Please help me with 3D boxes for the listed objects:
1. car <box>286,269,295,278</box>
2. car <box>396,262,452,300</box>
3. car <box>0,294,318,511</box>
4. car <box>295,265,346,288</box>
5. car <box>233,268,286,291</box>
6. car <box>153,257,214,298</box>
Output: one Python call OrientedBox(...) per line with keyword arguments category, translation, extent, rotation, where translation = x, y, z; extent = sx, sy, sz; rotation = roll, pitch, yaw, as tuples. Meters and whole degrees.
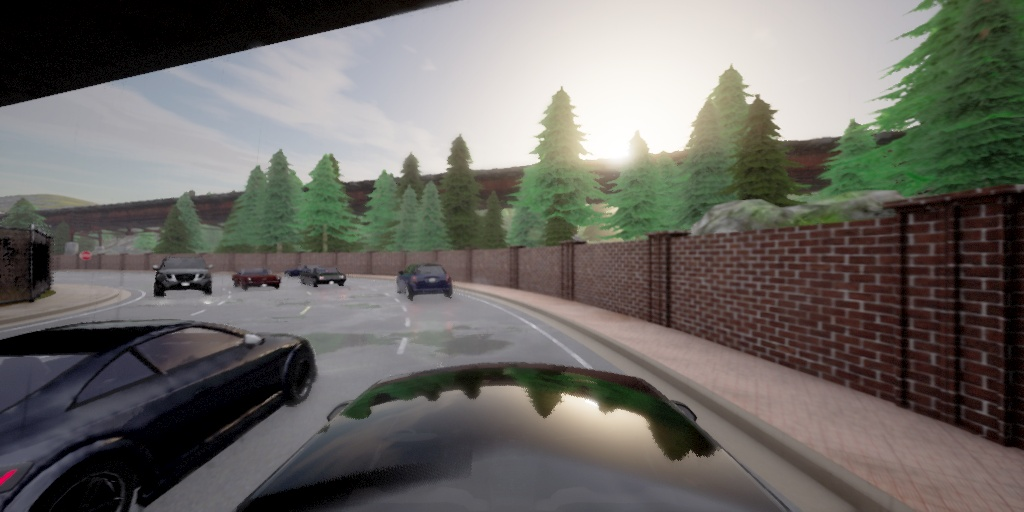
OrientedBox(category="car", translation=(-19.572, 1.484, 34.185), extent=(4.718, 1.301, 1.895), rotation=(0, 0, 30))
OrientedBox(category="car", translation=(-4.659, 1.161, 18.582), extent=(2.097, 1.767, 4.553), rotation=(0, 0, -26))
OrientedBox(category="car", translation=(-3.739, 1.325, 3.581), extent=(1.994, 1.385, 4.181), rotation=(0, 0, -5))
OrientedBox(category="car", translation=(-13.279, 1.444, 24.986), extent=(1.895, 1.301, 4.718), rotation=(0, 0, -43))
OrientedBox(category="car", translation=(-16.276, 1.443, 22.862), extent=(4.718, 1.301, 1.895), rotation=(0, 0, 44))
OrientedBox(category="car", translation=(-18.069, 1.057, 19.761), extent=(2.150, 2.045, 5.566), rotation=(1, -1, -44))
